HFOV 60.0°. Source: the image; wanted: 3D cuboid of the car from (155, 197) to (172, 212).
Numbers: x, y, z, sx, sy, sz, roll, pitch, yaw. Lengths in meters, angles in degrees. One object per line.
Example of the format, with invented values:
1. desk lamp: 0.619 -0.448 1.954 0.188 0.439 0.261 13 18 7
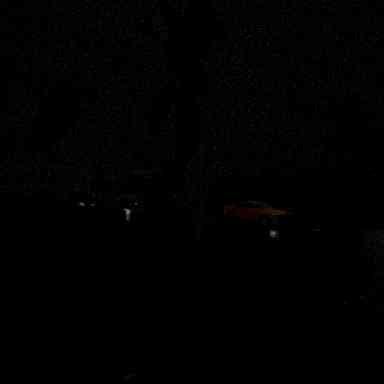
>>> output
1. car: -1.712 1.186 30.107 1.812 1.442 4.674 1 0 -35

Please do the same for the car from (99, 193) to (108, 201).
1. car: -15.020 0.838 53.713 1.895 1.301 4.718 1 0 -36

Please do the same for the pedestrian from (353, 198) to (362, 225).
1. pedestrian: 11.129 1.284 22.445 0.375 1.860 0.375 2 -1 -36

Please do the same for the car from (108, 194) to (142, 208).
1. car: -7.508 0.990 38.198 1.837 1.490 4.892 1 1 -36

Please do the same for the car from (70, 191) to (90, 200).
1. car: -20.890 0.612 61.908 2.033 1.411 5.357 1 0 -36

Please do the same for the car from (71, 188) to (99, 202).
1. car: -16.741 0.439 51.239 2.150 2.045 5.566 1 0 -36

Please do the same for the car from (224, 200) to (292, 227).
1. car: 4.190 1.318 21.867 1.882 1.535 5.008 1 0 -36
